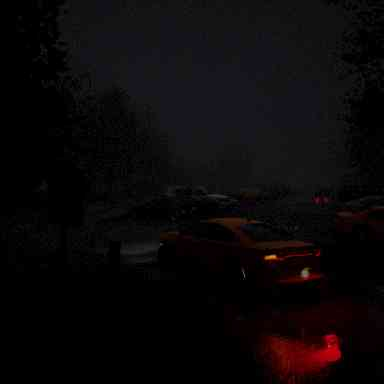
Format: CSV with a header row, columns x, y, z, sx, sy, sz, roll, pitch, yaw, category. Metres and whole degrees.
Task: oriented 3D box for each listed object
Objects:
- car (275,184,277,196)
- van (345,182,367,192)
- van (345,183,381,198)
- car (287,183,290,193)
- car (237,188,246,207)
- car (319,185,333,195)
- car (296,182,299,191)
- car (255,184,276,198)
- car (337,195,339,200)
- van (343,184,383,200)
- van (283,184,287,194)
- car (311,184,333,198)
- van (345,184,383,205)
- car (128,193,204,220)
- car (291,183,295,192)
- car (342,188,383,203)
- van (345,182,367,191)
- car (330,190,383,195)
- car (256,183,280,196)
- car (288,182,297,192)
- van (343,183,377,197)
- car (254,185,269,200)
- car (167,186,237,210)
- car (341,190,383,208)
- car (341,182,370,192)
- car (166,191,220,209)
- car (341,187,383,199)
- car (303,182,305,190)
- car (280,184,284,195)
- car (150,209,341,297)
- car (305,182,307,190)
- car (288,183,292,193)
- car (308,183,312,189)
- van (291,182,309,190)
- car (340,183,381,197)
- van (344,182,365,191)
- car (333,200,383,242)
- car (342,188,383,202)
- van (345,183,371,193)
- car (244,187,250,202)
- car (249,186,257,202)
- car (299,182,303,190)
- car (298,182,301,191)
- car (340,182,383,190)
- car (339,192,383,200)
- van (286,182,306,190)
x,y,z,sx,sy,sz,roll,pitch,yaw,category
8.455,0.074,44.734,4.892,1.521,2.231,1,3,25,car
36.674,-1.155,74.504,4.442,1.987,1.878,1,2,25,van
23.899,-0.213,46.716,4.442,1.987,1.878,1,2,25,van
13.071,-0.249,54.830,4.792,1.488,2.163,1,2,25,car
1.680,0.710,29.542,5.366,1.575,1.946,1,3,25,car
22.850,-0.329,56.545,1.882,1.535,5.008,1,2,25,car
17.739,-0.618,64.899,4.892,1.521,2.231,1,2,25,car
7.474,0.170,42.141,5.366,1.575,1.946,1,3,25,car
11.049,1.159,19.129,4.792,1.488,2.163,1,3,25,car
21.375,-0.043,41.764,4.442,1.987,1.878,1,2,24,van
12.045,-0.416,52.239,4.442,1.987,1.878,1,2,25,van
18.551,0.002,47.194,2.128,1.511,4.902,1,2,25,car
18.172,0.248,34.258,4.442,1.987,1.878,1,3,25,van
-1.992,1.067,22.072,4.792,1.488,2.163,1,3,25,car
15.389,-0.419,59.872,4.792,1.488,2.163,1,2,25,car
19.249,0.398,36.821,4.792,1.488,2.163,1,3,25,car
37.778,-1.236,76.906,4.442,1.987,1.878,1,2,25,van
13.220,0.905,24.223,5.366,1.575,1.946,1,3,25,car
9.650,-0.144,47.238,4.553,1.767,2.185,1,2,25,car
16.406,-0.540,62.458,5.366,1.575,1.946,1,2,25,car
24.844,-0.302,49.329,4.442,1.987,1.878,1,2,25,van
6.029,0.263,39.887,5.366,1.575,1.946,1,3,25,car
0.378,0.569,27.076,5.566,2.045,2.435,1,3,25,car
16.832,0.612,31.701,4.792,1.488,2.163,1,3,25,car
35.385,-1.097,72.047,5.566,2.045,2.435,1,2,25,car
-0.802,0.929,24.577,5.008,1.535,2.097,1,3,25,car
22.642,0.096,44.255,5.008,1.535,2.097,1,2,25,car
22.341,-1.087,74.995,4.553,1.767,2.185,1,2,25,car
10.806,-0.077,49.763,4.792,1.488,2.163,1,2,25,car
0.886,1.394,8.462,1.882,1.535,5.008,2,-1,-31,car
23.524,-1.047,77.510,5.008,1.535,2.097,1,2,25,car
14.230,-0.334,57.351,4.792,1.488,2.163,1,2,25,car
27.032,-1.554,85.051,5.566,2.045,2.435,1,2,25,car
29.211,-1.627,90.142,4.442,1.987,1.878,1,1,25,van
26.081,-0.411,51.807,5.566,2.045,2.435,1,2,25,car
38.778,-1.329,79.640,4.442,1.987,1.878,1,2,25,van
8.810,1.343,14.200,5.008,1.535,2.097,1,3,25,car
20.351,0.305,39.217,4.792,1.488,2.163,1,2,25,car
32.048,-0.814,64.441,4.442,1.987,1.878,1,2,25,van
2.676,0.601,32.137,4.892,1.521,2.231,1,3,25,car
3.661,0.485,34.737,5.366,1.575,1.946,1,3,25,car
19.883,-0.796,70.021,5.366,1.575,1.946,1,2,25,car
18.887,-0.704,67.426,4.892,1.521,2.231,1,2,25,car
15.727,0.442,29.152,5.566,2.045,2.435,1,3,25,car
10.000,1.109,16.696,4.553,1.767,2.185,1,3,25,car
25.741,-1.445,82.591,4.442,1.987,1.878,1,2,25,van
